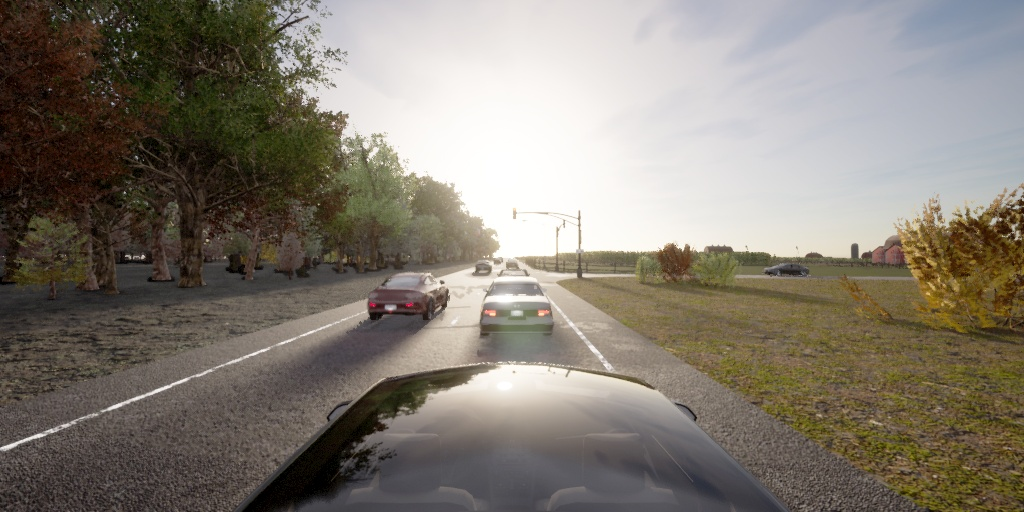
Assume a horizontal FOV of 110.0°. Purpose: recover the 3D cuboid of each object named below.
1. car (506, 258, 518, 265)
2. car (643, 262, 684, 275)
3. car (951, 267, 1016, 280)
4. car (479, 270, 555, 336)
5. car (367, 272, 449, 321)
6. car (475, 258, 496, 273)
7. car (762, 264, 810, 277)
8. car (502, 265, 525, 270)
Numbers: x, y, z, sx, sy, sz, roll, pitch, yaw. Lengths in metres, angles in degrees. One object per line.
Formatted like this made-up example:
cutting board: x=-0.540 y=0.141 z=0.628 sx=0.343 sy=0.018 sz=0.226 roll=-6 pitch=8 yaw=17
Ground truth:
car: x=0.074 y=1.281 z=57.995 sx=1.812 sy=1.442 sz=4.674 roll=0 pitch=0 yaw=-2
car: x=17.974 y=1.495 z=42.642 sx=4.902 sy=1.511 sz=2.128 roll=1 pitch=-1 yaw=1
car: x=51.394 y=1.909 z=38.858 sx=4.718 sy=1.301 sz=1.895 roll=1 pitch=-1 yaw=1
car: x=0.090 y=1.300 z=10.368 sx=2.033 sy=1.411 sz=5.357 roll=0 pitch=0 yaw=0
car: x=-3.409 y=1.278 z=12.359 sx=1.812 sy=1.442 sz=4.674 roll=0 pitch=0 yaw=0
car: x=-3.429 y=1.249 z=43.937 sx=2.128 sy=1.511 sz=4.902 roll=0 pitch=0 yaw=0
car: x=32.426 y=1.666 z=42.564 sx=4.892 sy=1.490 sz=1.837 roll=0 pitch=-1 yaw=0
car: x=0.086 y=1.355 z=20.017 sx=1.895 sy=1.301 sz=4.718 roll=0 pitch=0 yaw=0
